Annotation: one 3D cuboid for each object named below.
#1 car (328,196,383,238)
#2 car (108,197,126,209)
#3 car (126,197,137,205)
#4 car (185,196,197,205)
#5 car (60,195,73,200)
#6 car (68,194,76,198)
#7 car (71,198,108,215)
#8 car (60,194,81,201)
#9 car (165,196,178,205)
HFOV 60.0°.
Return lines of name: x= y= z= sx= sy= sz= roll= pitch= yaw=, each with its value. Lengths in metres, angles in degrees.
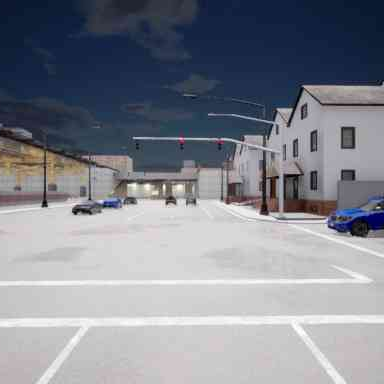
car: x=10.400 y=1.281 z=18.182 sx=5.566 sy=2.045 sz=2.150 roll=-3 pitch=0 yaw=0
car: x=-10.707 y=1.477 z=44.816 sx=1.882 sy=1.535 sz=5.008 roll=0 pitch=0 yaw=0
car: x=-10.721 y=1.525 z=57.749 sx=1.812 sy=1.442 sz=4.674 roll=0 pitch=0 yaw=0
car: x=-0.145 y=1.489 z=58.611 sx=2.128 sy=1.511 sz=4.902 roll=0 pitch=0 yaw=0
car: x=-31.919 y=1.295 z=84.296 sx=1.853 sy=1.218 sz=4.536 roll=0 pitch=0 yaw=-37
car: x=-31.887 y=1.452 z=84.254 sx=2.038 sy=1.542 sz=4.974 roll=0 pitch=0 yaw=-37
car: x=-10.684 y=1.547 z=34.369 sx=2.033 sy=1.411 sz=5.357 roll=0 pitch=0 yaw=0
car: x=-32.691 y=1.452 z=89.619 sx=2.038 sy=1.542 sz=4.974 roll=0 pitch=0 yaw=28
car: x=-3.644 y=1.505 z=58.602 sx=1.837 sy=1.490 sz=4.892 roll=0 pitch=0 yaw=0
